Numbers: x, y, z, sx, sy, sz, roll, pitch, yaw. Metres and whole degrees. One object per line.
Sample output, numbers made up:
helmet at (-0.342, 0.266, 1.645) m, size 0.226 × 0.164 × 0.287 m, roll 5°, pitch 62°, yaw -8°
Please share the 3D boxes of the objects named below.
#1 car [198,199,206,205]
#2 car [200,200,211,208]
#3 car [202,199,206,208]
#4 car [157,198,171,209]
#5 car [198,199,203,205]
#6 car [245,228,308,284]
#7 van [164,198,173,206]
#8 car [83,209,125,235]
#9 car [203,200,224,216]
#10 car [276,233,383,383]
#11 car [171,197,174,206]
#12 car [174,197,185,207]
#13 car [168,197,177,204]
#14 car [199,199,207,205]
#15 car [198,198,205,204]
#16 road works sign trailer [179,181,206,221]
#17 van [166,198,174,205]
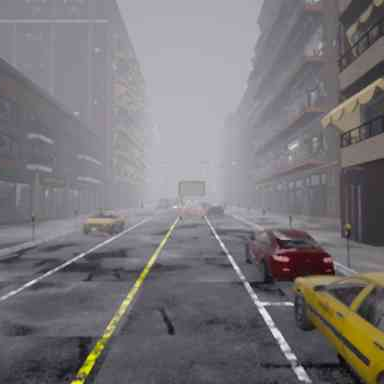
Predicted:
car at (2.600, 2.578, 86.892) m, size 1.887 × 1.381 × 4.507 m, roll 1°, pitch -1°, yaw 0°
car at (2.596, 2.284, 64.772) m, size 2.008 × 1.369 × 4.403 m, roll 1°, pitch -1°, yaw 0°
car at (2.593, 1.985, 42.822) m, size 1.752 × 1.417 × 4.829 m, roll 1°, pitch -1°, yaw 0°
car at (-5.284, 2.188, 59.135) m, size 1.752 × 1.417 × 4.829 m, roll 2°, pitch -1°, yaw 0°
car at (2.595, 2.208, 59.240) m, size 1.887 × 1.381 × 4.507 m, roll 1°, pitch -1°, yaw 0°
car at (2.586, 1.677, 9.471) m, size 1.802 × 1.307 × 4.206 m, roll 1°, pitch -1°, yaw 0°
van at (-5.276, 2.221, 75.896) m, size 1.690 × 1.788 × 3.998 m, roll 2°, pitch -1°, yaw 0°
car at (-5.290, 1.733, 20.431) m, size 1.752 × 1.417 × 4.829 m, roll 2°, pitch -1°, yaw 0°
car at (2.592, 1.938, 37.120) m, size 1.887 × 1.381 × 4.507 m, roll 1°, pitch -1°, yaw 0°
car at (2.587, 1.567, 4.113) m, size 1.752 × 1.417 × 4.829 m, roll 2°, pitch -1°, yaw 0°
car at (-5.278, 2.050, 64.839) m, size 2.192 × 1.841 × 5.009 m, roll 2°, pitch -1°, yaw 0°
car at (-2.737, 2.037, 71.050) m, size 2.150 × 2.045 × 5.566 m, roll 0°, pitch -1°, yaw 0°
car at (-5.274, 2.428, 92.488) m, size 2.192 × 1.841 × 5.009 m, roll 1°, pitch -1°, yaw 0°
car at (2.600, 2.500, 81.362) m, size 1.887 × 1.381 × 4.507 m, roll 1°, pitch -1°, yaw 0°
car at (2.611, 2.552, 92.424) m, size 1.967 × 1.590 × 4.097 m, roll 1°, pitch -1°, yaw 0°
road works sign trailer at (-0.013, 0.763, 30.798) m, size 2.380 × 3.560 × 2.880 m, roll 0°, pitch 0°, yaw 0°
van at (-5.276, 2.297, 81.428) m, size 1.690 × 1.788 × 3.998 m, roll 1°, pitch -1°, yaw 0°
